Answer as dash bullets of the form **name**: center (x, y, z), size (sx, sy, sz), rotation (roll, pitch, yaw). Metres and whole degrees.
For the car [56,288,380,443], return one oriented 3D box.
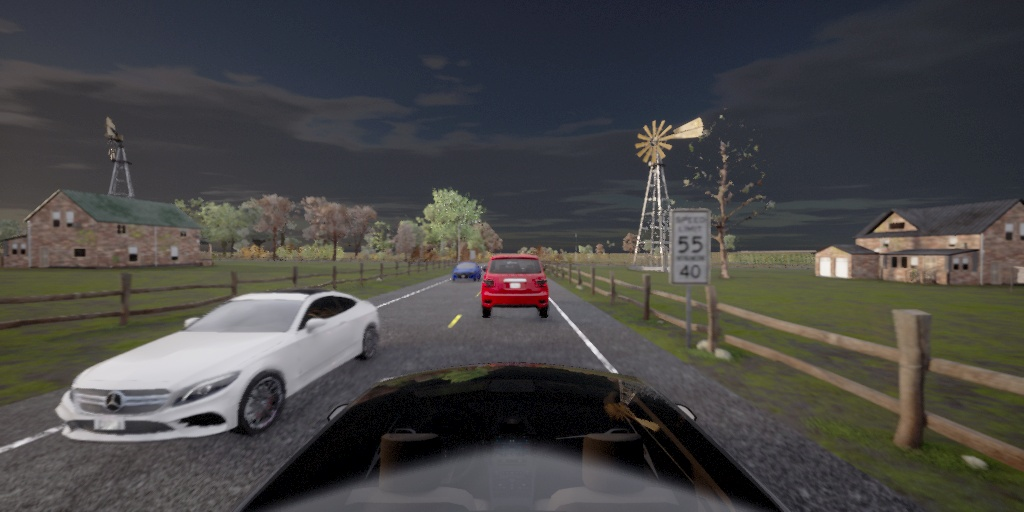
- **car**: center (-3.641, 1.274, 5.630), size (1.812, 1.442, 4.674), rotation (0, 0, 2)

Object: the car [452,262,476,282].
- **car**: center (-3.590, 1.215, 28.884), size (1.882, 1.535, 5.008), rotation (0, 0, 0)

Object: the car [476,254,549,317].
- **car**: center (0.096, 0.966, 13.293), size (2.150, 2.045, 5.566), rotation (0, 0, 0)
